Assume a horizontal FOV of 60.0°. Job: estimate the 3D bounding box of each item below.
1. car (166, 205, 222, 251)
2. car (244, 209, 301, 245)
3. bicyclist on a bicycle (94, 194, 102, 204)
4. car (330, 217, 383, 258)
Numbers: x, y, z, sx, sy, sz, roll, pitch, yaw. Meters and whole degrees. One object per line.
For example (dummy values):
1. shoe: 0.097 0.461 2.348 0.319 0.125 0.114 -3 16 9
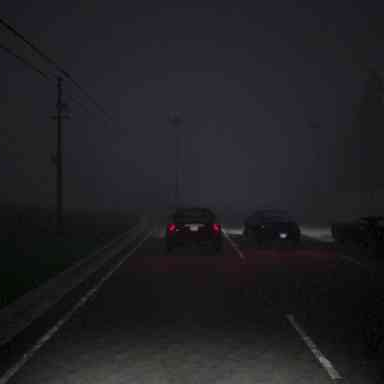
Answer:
1. car: 0.037 1.337 14.098 2.097 1.767 4.553 0 0 -1
2. car: 3.583 1.509 15.371 1.812 1.442 4.674 0 0 0
3. bicyclist on a bicycle: -15.922 1.242 56.445 0.582 1.620 1.656 0 0 34
4. car: 7.082 1.587 12.711 1.895 1.301 4.718 0 0 0
